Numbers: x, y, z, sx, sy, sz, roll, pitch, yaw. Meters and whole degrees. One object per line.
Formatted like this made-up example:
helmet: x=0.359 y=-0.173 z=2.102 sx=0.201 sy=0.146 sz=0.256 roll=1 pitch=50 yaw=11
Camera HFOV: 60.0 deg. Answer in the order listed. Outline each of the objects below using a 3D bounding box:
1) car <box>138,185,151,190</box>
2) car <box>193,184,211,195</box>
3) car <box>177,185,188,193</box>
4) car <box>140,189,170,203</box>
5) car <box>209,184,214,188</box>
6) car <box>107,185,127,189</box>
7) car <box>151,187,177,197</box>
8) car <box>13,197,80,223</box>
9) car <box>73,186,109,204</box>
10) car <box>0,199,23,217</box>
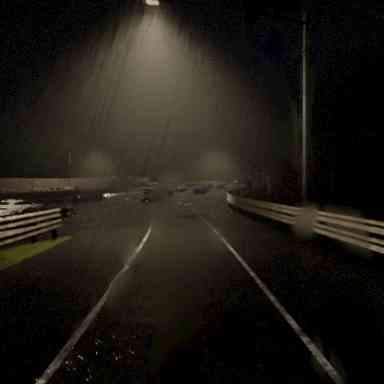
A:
car: x=-7.482 y=0.018 z=60.238 sx=1.837 sy=1.490 sz=4.892 roll=1 pitch=2 yaw=16
car: x=1.719 y=-0.241 z=66.801 sx=1.882 sy=1.535 sz=5.008 roll=1 pitch=2 yaw=16
car: x=-2.370 y=-0.783 z=77.847 sx=2.097 sy=1.767 sz=4.553 roll=1 pitch=2 yaw=16
car: x=-4.993 y=0.732 z=43.801 sx=1.895 sy=1.301 sz=4.718 roll=1 pitch=2 yaw=16
car: x=3.659 y=-0.945 z=86.171 sx=1.837 sy=1.490 sz=4.892 roll=1 pitch=2 yaw=16
car: x=-18.973 y=-0.870 z=83.432 sx=1.837 sy=1.490 sz=4.892 roll=1 pitch=2 yaw=16
car: x=-4.799 y=-0.008 z=56.933 sx=2.097 sy=1.767 sz=4.553 roll=1 pitch=2 yaw=16
car: x=-10.560 y=1.400 z=24.568 sx=1.994 sy=1.385 sz=4.181 roll=1 pitch=2 yaw=16
car: x=-12.872 y=0.546 z=41.765 sx=2.097 sy=1.767 sz=4.553 roll=1 pitch=2 yaw=16
car: x=-13.706 y=1.293 z=26.288 sx=1.812 sy=1.442 sz=4.674 roll=1 pitch=2 yaw=16
